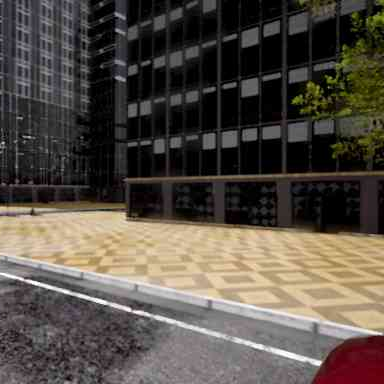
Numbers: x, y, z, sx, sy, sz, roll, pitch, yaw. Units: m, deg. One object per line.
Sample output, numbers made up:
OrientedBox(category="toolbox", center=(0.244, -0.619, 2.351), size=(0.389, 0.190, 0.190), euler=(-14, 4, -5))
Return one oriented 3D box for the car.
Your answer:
OrientedBox(category="car", center=(2.718, 1.557, 1.752), size=(4.181, 1.385, 1.994), euler=(0, 0, 35))
